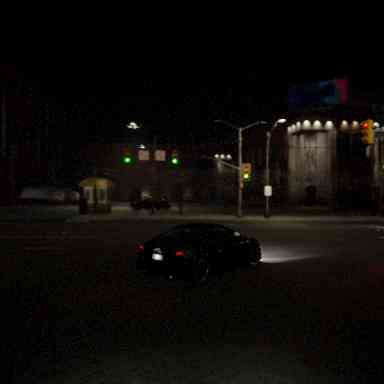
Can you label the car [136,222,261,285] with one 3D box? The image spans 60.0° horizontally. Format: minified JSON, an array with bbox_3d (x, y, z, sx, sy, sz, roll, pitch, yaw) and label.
[{"bbox_3d":[0.378,1.592,9.790,1.994,1.385,4.181,0,0,38],"label":"car"}]
